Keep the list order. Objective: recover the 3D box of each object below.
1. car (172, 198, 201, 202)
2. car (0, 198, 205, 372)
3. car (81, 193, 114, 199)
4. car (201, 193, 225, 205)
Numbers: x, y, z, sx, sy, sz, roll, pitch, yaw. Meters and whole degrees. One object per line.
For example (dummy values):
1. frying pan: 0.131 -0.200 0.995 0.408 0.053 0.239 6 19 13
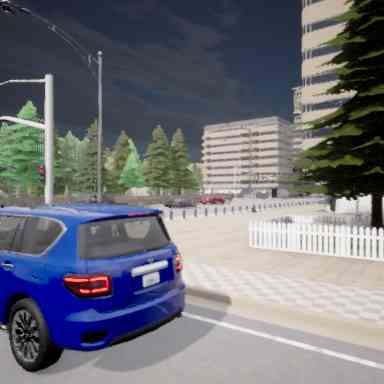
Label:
1. car: -1.492 1.518 44.348 2.033 1.411 5.357 0 0 36
2. car: -2.704 1.216 5.891 5.566 2.045 2.150 0 0 36
3. car: -11.074 1.187 36.964 2.150 2.045 5.566 0 0 36
4. car: 3.609 1.193 57.374 2.150 2.045 5.566 0 0 36
